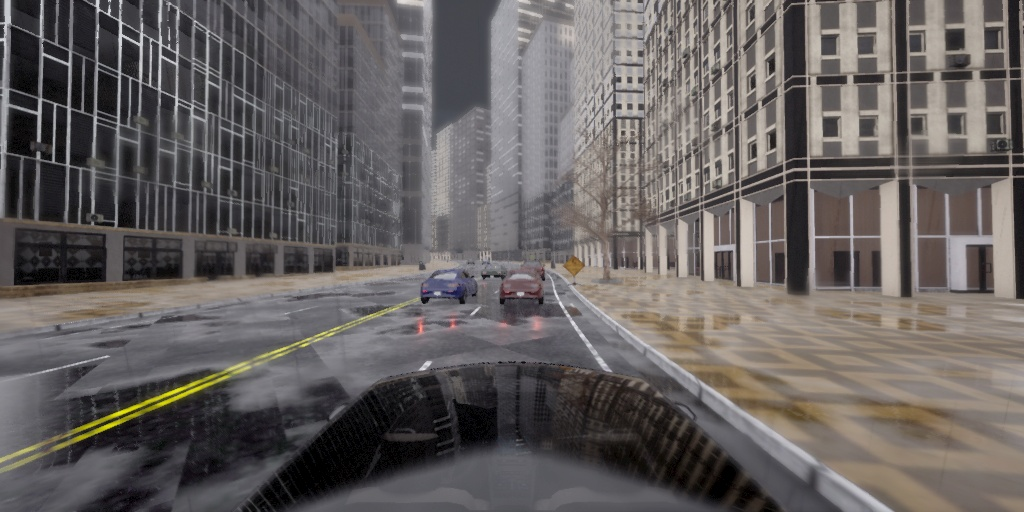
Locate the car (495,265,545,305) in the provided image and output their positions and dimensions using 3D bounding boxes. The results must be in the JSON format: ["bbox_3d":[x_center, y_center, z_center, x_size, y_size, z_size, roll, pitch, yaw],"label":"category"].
[{"bbox_3d":[0.482,1.289,16.082,1.812,1.442,4.674,0,0,4],"label":"car"}]

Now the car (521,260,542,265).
[{"bbox_3d":[1.795,1.132,30.937,2.097,1.767,4.553,0,0,4],"label":"car"}]

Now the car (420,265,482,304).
[{"bbox_3d":[-2.762,1.293,16.297,1.812,1.442,4.674,0,0,4],"label":"car"}]

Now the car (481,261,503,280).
[{"bbox_3d":[-1.440,1.387,31.251,1.895,1.301,4.718,0,0,4],"label":"car"}]

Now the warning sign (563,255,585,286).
[{"bbox_3d":[3.794,0.867,21.773,1.300,1.860,1.060,0,0,5],"label":"warning sign"}]
